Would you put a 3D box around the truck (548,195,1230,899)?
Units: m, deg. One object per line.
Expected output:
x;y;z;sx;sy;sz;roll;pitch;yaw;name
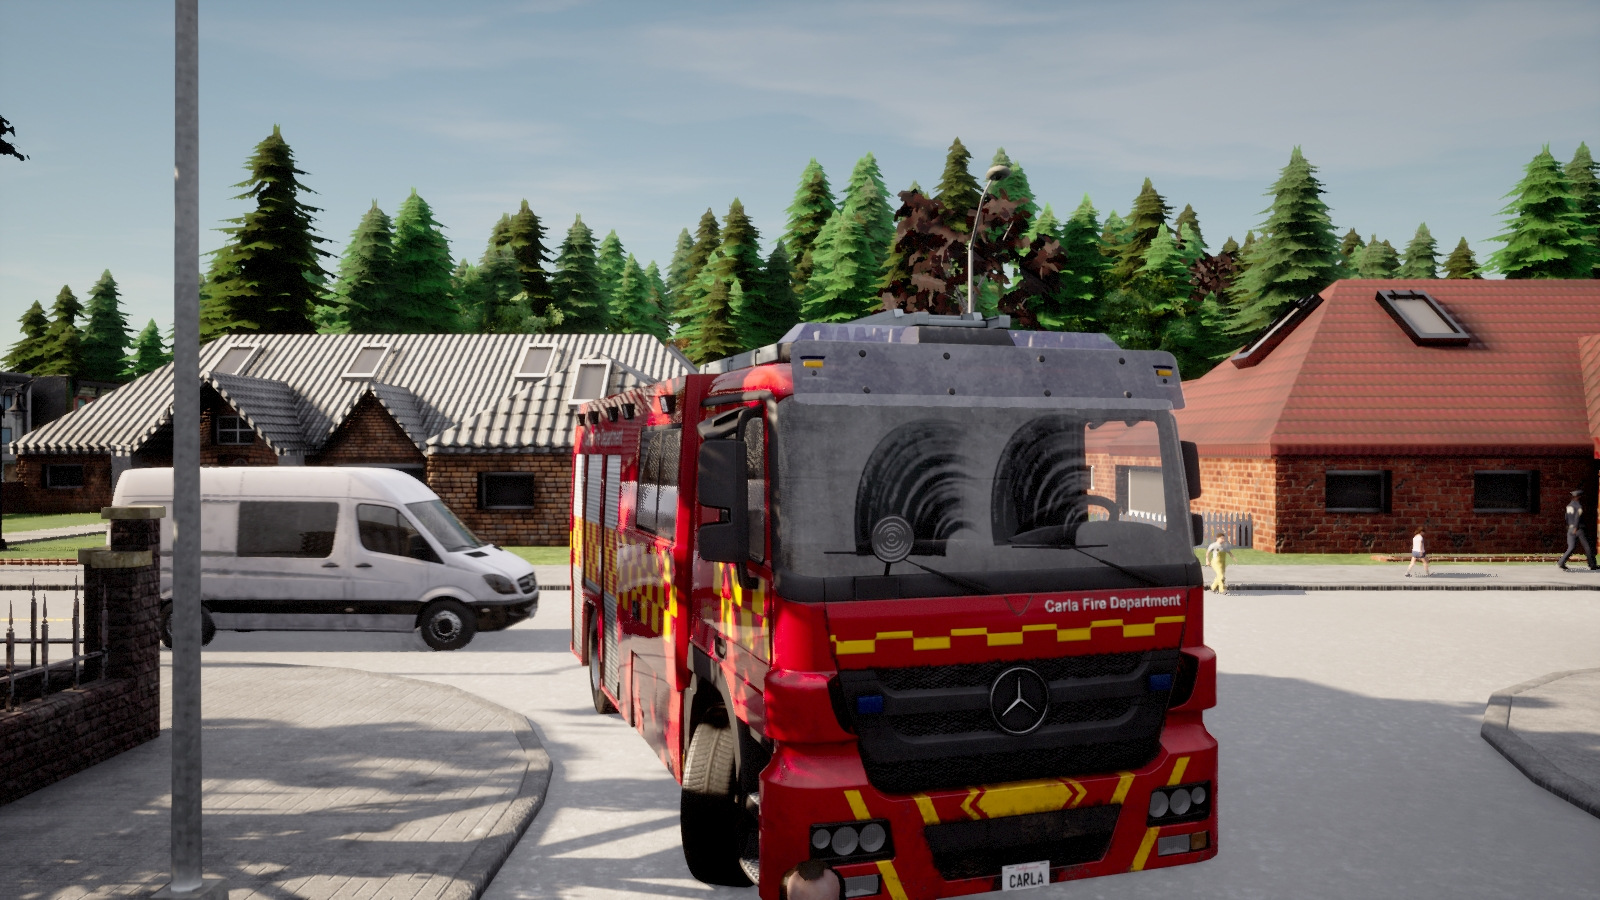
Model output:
-0.279;0.670;10.050;2.891;3.827;8.468;0;0;-19;truck

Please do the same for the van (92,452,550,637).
-6.863;1.315;16.839;5.915;2.561;1.988;0;0;0;van

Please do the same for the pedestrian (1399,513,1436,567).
13.111;1.905;24.263;0.500;1.100;0.500;0;0;-9;pedestrian

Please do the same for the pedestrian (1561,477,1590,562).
17.155;1.524;25.279;0.375;1.860;0.375;0;0;-2;pedestrian

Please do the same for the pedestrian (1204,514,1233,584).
8.085;1.908;22.079;0.375;1.300;0.375;0;0;-16;pedestrian
